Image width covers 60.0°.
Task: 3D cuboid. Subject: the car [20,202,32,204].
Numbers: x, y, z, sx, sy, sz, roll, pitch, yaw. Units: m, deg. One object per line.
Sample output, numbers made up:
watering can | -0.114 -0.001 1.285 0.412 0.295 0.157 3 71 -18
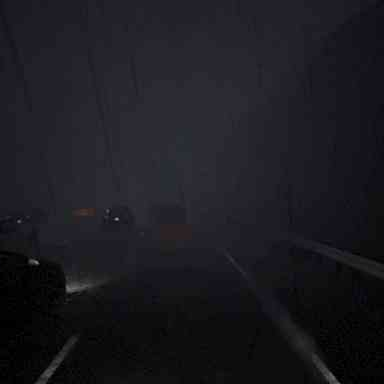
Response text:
car | -33.071 1.732 65.718 2.150 2.045 5.566 0 0 -16

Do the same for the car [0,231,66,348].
car | -3.607 1.608 5.370 1.994 1.385 4.181 0 0 -2

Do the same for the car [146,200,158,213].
car | -4.623 1.768 41.094 1.882 1.535 5.008 0 -1 -12

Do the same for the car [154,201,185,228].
car | -1.607 1.645 23.893 1.882 1.535 5.008 0 0 -7

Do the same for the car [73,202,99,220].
car | -9.713 1.706 30.750 1.882 1.535 5.008 0 0 -10

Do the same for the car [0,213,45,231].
car | -7.455 1.700 12.467 1.895 1.301 4.718 0 0 -4

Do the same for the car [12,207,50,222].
car | -12.384 1.797 25.432 1.895 1.301 4.718 0 0 -8

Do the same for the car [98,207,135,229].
car | -5.068 1.733 23.355 1.994 1.385 4.181 0 0 -7
